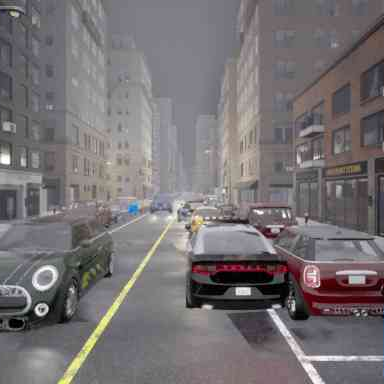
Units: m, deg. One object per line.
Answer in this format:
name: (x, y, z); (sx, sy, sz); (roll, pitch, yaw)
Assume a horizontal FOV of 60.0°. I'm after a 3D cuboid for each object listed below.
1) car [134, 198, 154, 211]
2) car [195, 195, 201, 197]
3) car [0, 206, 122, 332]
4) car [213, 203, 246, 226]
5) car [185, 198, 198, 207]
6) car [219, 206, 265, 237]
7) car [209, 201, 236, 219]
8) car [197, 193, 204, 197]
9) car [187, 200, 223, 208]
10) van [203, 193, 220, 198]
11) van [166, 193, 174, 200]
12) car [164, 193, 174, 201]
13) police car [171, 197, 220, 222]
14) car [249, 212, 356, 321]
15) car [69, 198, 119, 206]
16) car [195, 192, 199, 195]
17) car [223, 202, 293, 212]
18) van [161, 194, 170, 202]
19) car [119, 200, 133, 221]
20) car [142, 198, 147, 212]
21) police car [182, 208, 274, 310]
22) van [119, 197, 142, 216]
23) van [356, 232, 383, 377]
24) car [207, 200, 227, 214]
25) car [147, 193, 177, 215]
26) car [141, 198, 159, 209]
car: (-5.912, 1.515, 41.125); (1.752, 1.417, 4.829); (0, 0, 0)
car: (-0.049, 1.514, 42.138); (1.812, 1.442, 4.674); (0, 0, 0)
car: (-3.110, 1.352, 7.131); (2.097, 1.767, 4.553); (0, 0, 0)
car: (2.635, 1.564, 24.312); (1.947, 1.339, 4.313); (0, 0, 0)
car: (-0.067, 1.578, 51.555); (1.895, 1.301, 4.718); (0, 0, 0)
car: (2.643, 1.565, 18.644); (1.947, 1.339, 4.313); (0, 0, 0)
car: (2.628, 1.549, 29.981); (2.008, 1.369, 4.403); (0, 0, 0)
car: (2.571, 1.391, 74.186); (1.967, 1.590, 4.097); (0, 0, 0)
car: (0.763, 1.455, 18.133); (1.801, 1.575, 5.366); (0, 0, 0)
van: (2.614, 1.331, 41.321); (1.690, 1.788, 3.998); (0, 0, 0)
van: (-5.976, 1.265, 90.915); (1.690, 1.788, 3.998); (0, 0, 0)
car: (-5.969, 1.249, 85.330); (2.192, 1.841, 5.009); (0, 0, 0)
police car: (0.242, 1.423, 23.959); (1.930, 1.638, 5.238); (0, 0, -17)
car: (2.658, 1.440, 7.305); (1.967, 1.590, 4.097); (0, 0, 0)
car: (-5.883, 1.314, 18.620); (2.192, 1.841, 5.009); (0, 0, 0)
car: (2.557, 1.249, 85.356); (2.192, 1.841, 5.009); (0, 0, 0)
car: (2.650, 1.314, 12.974); (2.192, 1.841, 5.009); (0, 0, 0)
van: (-5.954, 1.292, 74.157); (1.690, 1.788, 3.998); (0, 0, 0)
car: (-5.890, 1.549, 24.288); (2.008, 1.369, 4.403); (0, 0, 0)
car: (-5.904, 1.520, 35.455); (1.752, 1.417, 4.829); (0, 0, 0)
police car: (0.786, 1.425, 8.038); (1.930, 1.638, 5.238); (0, 0, -1)
van: (-5.898, 1.339, 29.956); (1.690, 1.788, 3.998); (0, 0, 0)
van: (2.665, 1.341, 1.635); (1.690, 1.788, 3.998); (0, 0, 0)
car: (2.621, 1.577, 35.651); (1.802, 1.307, 4.206); (0, 0, 0)
car: (-3.046, 1.215, 34.746); (2.150, 2.045, 5.566); (0, 0, 0)
car: (-5.919, 1.534, 46.962); (2.008, 1.369, 4.403); (0, 0, 0)
